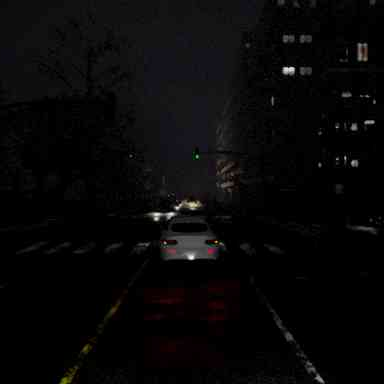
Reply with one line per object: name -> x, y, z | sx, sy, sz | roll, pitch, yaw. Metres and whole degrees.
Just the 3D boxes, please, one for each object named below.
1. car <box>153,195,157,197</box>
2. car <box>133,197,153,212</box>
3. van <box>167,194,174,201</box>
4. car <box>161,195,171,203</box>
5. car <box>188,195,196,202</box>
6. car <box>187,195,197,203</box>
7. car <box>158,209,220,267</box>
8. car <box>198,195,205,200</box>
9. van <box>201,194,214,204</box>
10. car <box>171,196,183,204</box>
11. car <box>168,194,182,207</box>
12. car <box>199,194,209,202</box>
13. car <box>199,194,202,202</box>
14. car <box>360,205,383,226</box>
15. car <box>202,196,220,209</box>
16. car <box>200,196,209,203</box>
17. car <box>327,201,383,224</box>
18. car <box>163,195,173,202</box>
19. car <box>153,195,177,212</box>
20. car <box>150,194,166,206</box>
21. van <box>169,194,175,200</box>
car -> -5.682, 1.546, 49.787 | 1.752, 1.417, 4.829 | 0, 0, 0
car -> -5.683, 1.576, 38.696 | 1.947, 1.339, 4.313 | 0, 0, 0
van -> -5.679, 1.425, 89.368 | 1.690, 1.788, 3.998 | 0, 0, 0
car -> -5.680, 1.492, 72.478 | 1.967, 1.590, 4.097 | 0, 0, 0
car -> 0.009, 1.491, 77.830 | 1.994, 1.385, 4.181 | 0, 0, 0
car -> 0.007, 1.548, 67.793 | 1.837, 1.490, 4.892 | 0, 0, 0
car -> -0.167, 1.525, 11.342 | 1.812, 1.442, 4.674 | 0, 0, -4
car -> 2.702, 1.537, 94.996 | 1.967, 1.590, 4.097 | 0, 0, 0
van -> 2.699, 1.362, 49.956 | 1.690, 1.788, 3.998 | 0, 0, 0
car -> -2.997, 1.543, 67.336 | 2.128, 1.511, 4.902 | 0, 0, 0
car -> -3.059, 1.375, 52.515 | 2.097, 1.767, 4.553 | 0, 0, 0
car -> 2.701, 1.377, 78.107 | 2.192, 1.841, 5.009 | 0, 0, 0
car -> 2.699, 1.475, 61.216 | 1.967, 1.590, 4.097 | 0, 0, 0
car -> 14.781, 1.864, 23.774 | 4.181, 1.385, 1.994 | 1, 0, 0
car -> 2.697, 1.560, 44.325 | 1.887, 1.381, 4.507 | 0, 0, 0
car -> 2.700, 1.597, 72.476 | 1.887, 1.381, 4.507 | 0, 0, 0
car -> 13.469, 1.602, 26.372 | 5.009, 1.841, 2.192 | 1, -1, -1
car -> -5.679, 1.501, 78.107 | 1.967, 1.590, 4.097 | 0, 0, 0
car -> -3.085, 1.489, 38.954 | 1.882, 1.535, 5.008 | 0, 0, 0
car -> -5.682, 1.342, 55.587 | 2.192, 1.841, 5.009 | 0, 0, 0
van -> -5.678, 1.437, 94.997 | 1.690, 1.788, 3.998 | 0, 0, 0
